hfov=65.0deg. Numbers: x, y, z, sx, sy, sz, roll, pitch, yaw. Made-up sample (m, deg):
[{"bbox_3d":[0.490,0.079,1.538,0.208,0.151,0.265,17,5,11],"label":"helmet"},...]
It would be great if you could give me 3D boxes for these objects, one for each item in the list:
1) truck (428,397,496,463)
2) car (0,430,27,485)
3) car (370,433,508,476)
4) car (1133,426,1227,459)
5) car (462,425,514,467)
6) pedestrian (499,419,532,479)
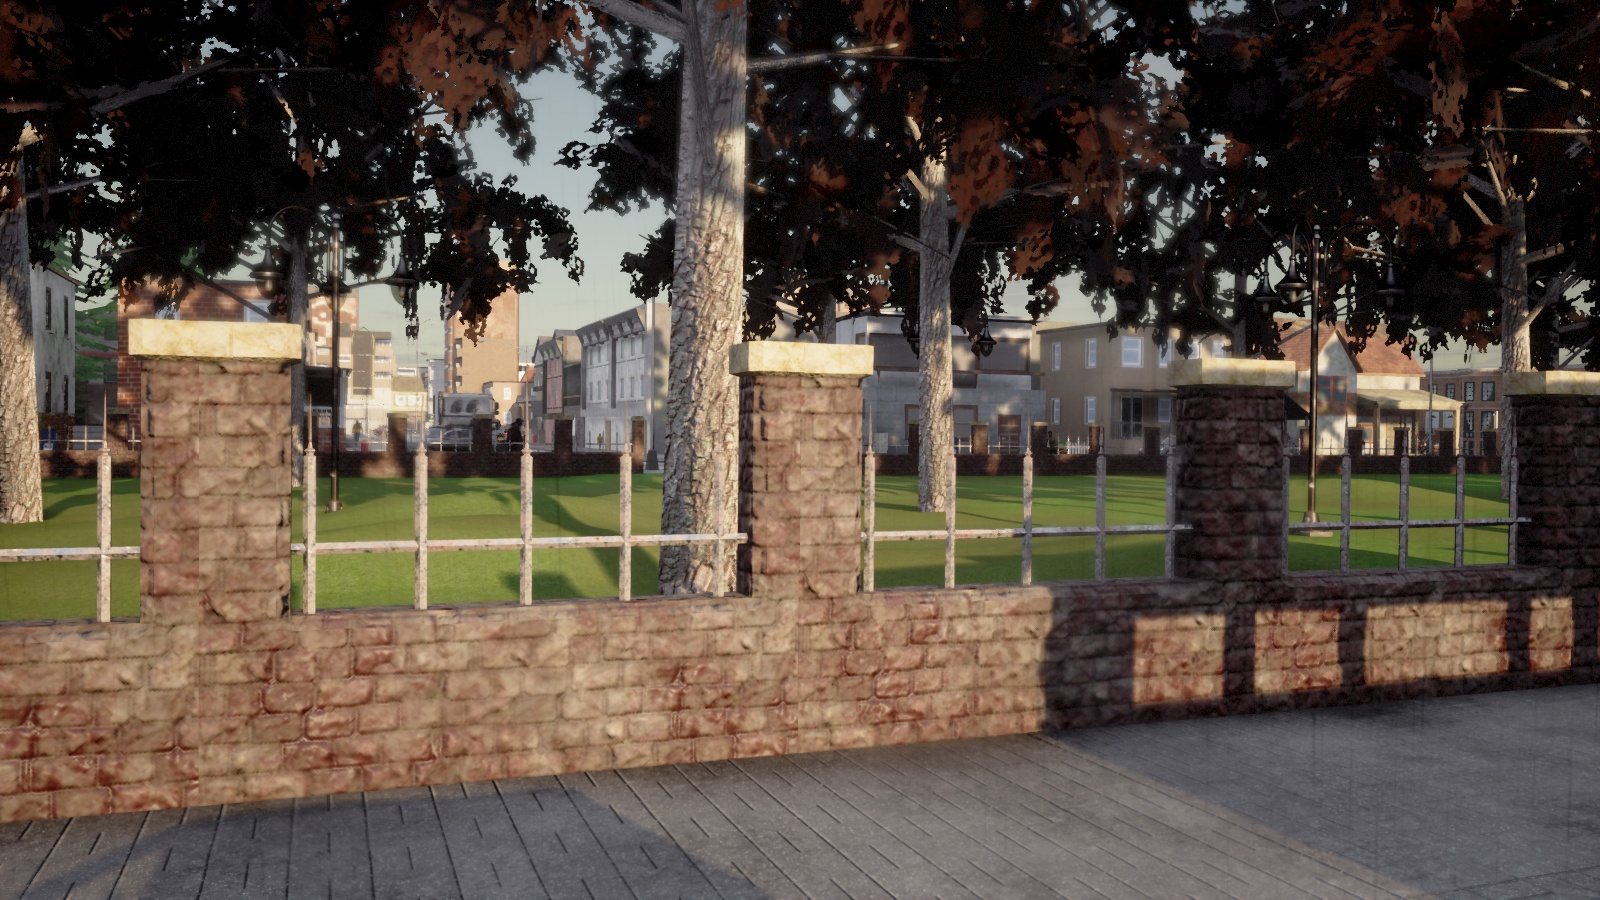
[{"bbox_3d":[-19.161,-1.131,70.933,2.891,3.462,7.936,-1,1,-21],"label":"truck"},{"bbox_3d":[-26.395,0.246,37.824,5.027,1.651,2.152,-1,1,-24],"label":"car"},{"bbox_3d":[-13.656,0.123,47.837,2.128,1.511,4.902,0,1,31],"label":"car"},{"bbox_3d":[17.850,-0.389,59.012,3.806,1.475,1.970,-1,1,-21],"label":"car"},{"bbox_3d":[-14.802,-0.215,59.477,1.905,1.878,3.866,-1,1,-21],"label":"car"},{"bbox_3d":[-8.805,-0.030,38.878,0.899,1.844,0.634,-1,1,-21],"label":"pedestrian"}]
